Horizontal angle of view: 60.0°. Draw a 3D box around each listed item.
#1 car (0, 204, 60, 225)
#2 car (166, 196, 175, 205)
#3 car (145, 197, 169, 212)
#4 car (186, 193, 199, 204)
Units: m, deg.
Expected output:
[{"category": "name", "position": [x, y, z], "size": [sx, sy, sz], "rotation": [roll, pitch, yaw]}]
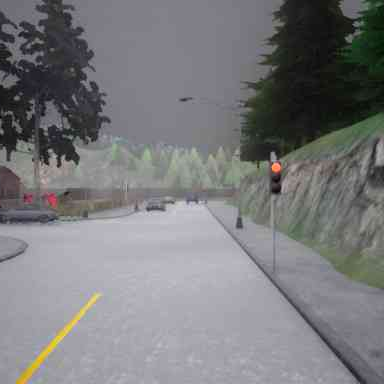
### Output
[{"category": "car", "position": [-11.544, 1.559, 23.370], "size": [4.181, 1.385, 1.994], "rotation": [0, 0, -5]}, {"category": "car", "position": [-4.012, 1.465, 57.886], "size": [1.882, 1.535, 5.008], "rotation": [0, 0, 0]}, {"category": "car", "position": [-4.058, 1.556, 37.898], "size": [1.994, 1.385, 4.181], "rotation": [0, 0, 0]}, {"category": "car", "position": [0.068, 1.208, 62.571], "size": [2.150, 2.045, 5.566], "rotation": [0, 0, 0]}]
